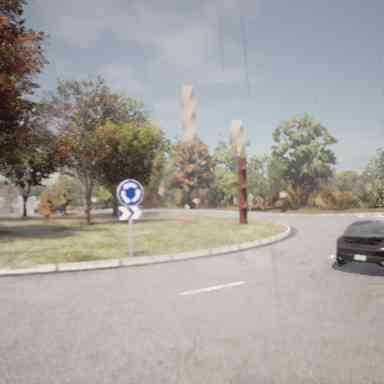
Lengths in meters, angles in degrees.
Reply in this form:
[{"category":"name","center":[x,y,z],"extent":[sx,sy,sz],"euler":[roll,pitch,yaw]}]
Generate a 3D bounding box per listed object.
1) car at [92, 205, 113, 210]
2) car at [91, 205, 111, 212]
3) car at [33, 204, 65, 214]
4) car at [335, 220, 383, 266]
[{"category":"car","center":[-22.350,4.092,85.819],"extent":[4.892,1.521,2.231],"euler":[-1,-4,-27]},{"category":"car","center":[-24.861,4.489,90.706],"extent":[4.892,1.521,2.231],"euler":[-1,-3,-27]},{"category":"car","center":[-23.981,2.859,55.758],"extent":[4.892,1.490,1.837],"euler":[-2,1,-18]},{"category":"car","center":[6.609,1.749,11.825],"extent":[1.837,1.490,4.892],"euler":[0,-1,40]}]
